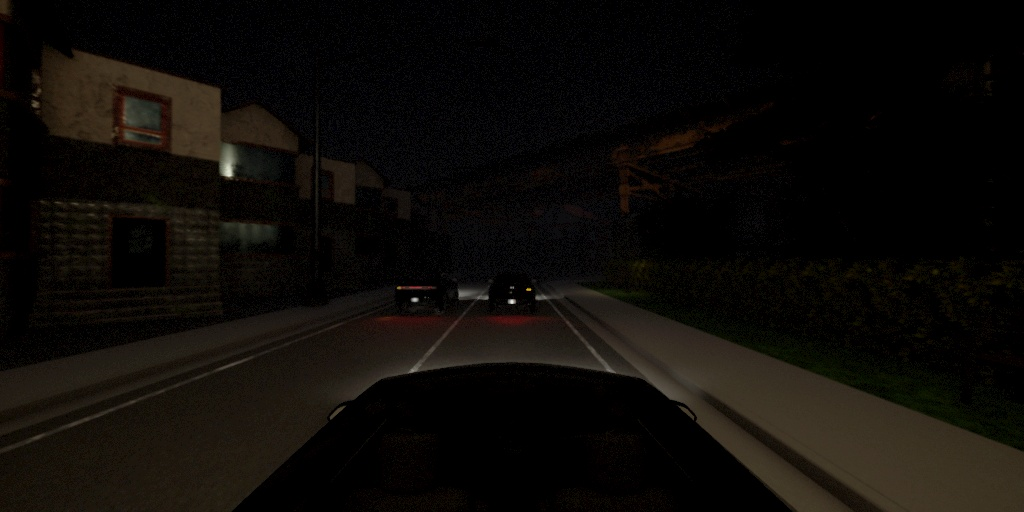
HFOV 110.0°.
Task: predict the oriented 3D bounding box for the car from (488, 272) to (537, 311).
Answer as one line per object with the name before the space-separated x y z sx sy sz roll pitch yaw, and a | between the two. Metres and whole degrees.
car | 0.014 1.402 15.350 1.837 1.490 4.892 0 0 0

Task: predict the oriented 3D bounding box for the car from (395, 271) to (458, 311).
car | -3.486 1.388 15.342 2.128 1.511 4.902 0 0 0
